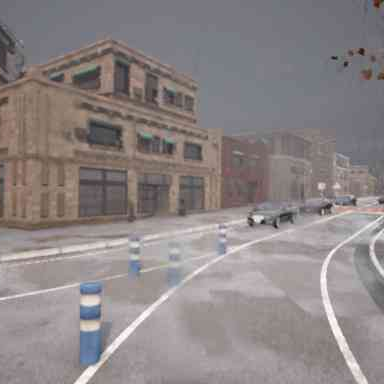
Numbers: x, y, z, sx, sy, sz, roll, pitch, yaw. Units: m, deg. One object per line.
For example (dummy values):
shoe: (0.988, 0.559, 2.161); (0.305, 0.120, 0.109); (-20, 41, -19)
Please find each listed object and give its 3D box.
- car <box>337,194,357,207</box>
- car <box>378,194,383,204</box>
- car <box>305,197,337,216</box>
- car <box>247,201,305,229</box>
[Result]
car: (18.219, 1.025, 39.394); (1.837, 1.490, 4.892); (1, 2, 36)
car: (27.114, 0.978, 46.158); (1.994, 1.385, 4.181); (0, 1, 35)
car: (10.931, 1.200, 29.144); (1.882, 1.535, 5.008); (0, 1, 35)
car: (5.152, 1.350, 20.997); (2.128, 1.511, 4.902); (1, 1, 35)
